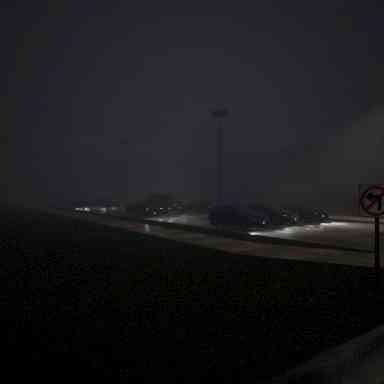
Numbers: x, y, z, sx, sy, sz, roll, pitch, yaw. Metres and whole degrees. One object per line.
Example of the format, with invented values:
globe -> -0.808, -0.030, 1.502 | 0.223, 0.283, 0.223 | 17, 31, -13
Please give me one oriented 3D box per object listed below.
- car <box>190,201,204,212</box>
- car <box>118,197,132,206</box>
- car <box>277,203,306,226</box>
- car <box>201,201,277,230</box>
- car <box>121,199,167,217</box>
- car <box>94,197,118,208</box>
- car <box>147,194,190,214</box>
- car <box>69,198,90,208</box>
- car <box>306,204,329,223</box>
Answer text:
car -> 1.093, 1.601, 35.656 | 1.895, 1.301, 4.718 | 0, 0, -36
car -> -10.110, 1.477, 51.246 | 1.882, 1.535, 5.008 | 0, 0, -35
car -> 5.438, 1.525, 23.795 | 1.812, 1.442, 4.674 | 0, 0, -37
car -> 2.872, 1.525, 21.377 | 1.812, 1.442, 4.674 | 0, 0, -35
car -> -4.619, 1.601, 31.609 | 1.895, 1.301, 4.718 | 0, 0, -36
car -> -13.142, 1.506, 49.472 | 1.837, 1.490, 4.892 | 0, 0, -35
car -> -2.917, 1.222, 35.217 | 2.150, 2.045, 5.566 | 0, 0, -36
car -> -16.169, 1.564, 47.691 | 1.994, 1.385, 4.181 | 0, 0, -35
car -> 8.344, 1.563, 25.715 | 1.994, 1.385, 4.181 | 0, 0, -36
